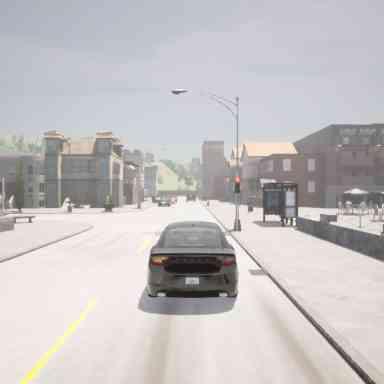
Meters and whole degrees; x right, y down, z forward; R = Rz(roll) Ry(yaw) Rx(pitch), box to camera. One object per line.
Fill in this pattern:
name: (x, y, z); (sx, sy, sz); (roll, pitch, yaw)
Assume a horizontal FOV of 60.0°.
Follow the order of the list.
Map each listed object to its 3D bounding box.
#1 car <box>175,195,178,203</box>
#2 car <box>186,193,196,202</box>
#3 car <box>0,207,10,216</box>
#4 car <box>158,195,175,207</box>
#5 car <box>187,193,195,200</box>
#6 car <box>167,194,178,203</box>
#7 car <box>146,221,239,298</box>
car: (-4.229, 1.352, 61.120); (2.097, 1.767, 4.553); (0, 0, 0)
car: (-0.205, 1.216, 76.702); (2.150, 2.045, 5.566); (0, 0, 0)
car: (-17.839, 1.505, 27.724); (4.892, 1.490, 1.837); (0, 0, 0)
car: (-4.233, 1.491, 52.020); (2.128, 1.511, 4.902); (0, 0, 0)
car: (-0.234, 1.187, 87.062); (2.097, 1.767, 4.553); (0, 0, 0)
car: (-4.190, 1.355, 71.183); (2.097, 1.767, 4.553); (0, 0, 0)
car: (0.027, 1.478, 8.575); (1.882, 1.535, 5.008); (0, 0, 0)
